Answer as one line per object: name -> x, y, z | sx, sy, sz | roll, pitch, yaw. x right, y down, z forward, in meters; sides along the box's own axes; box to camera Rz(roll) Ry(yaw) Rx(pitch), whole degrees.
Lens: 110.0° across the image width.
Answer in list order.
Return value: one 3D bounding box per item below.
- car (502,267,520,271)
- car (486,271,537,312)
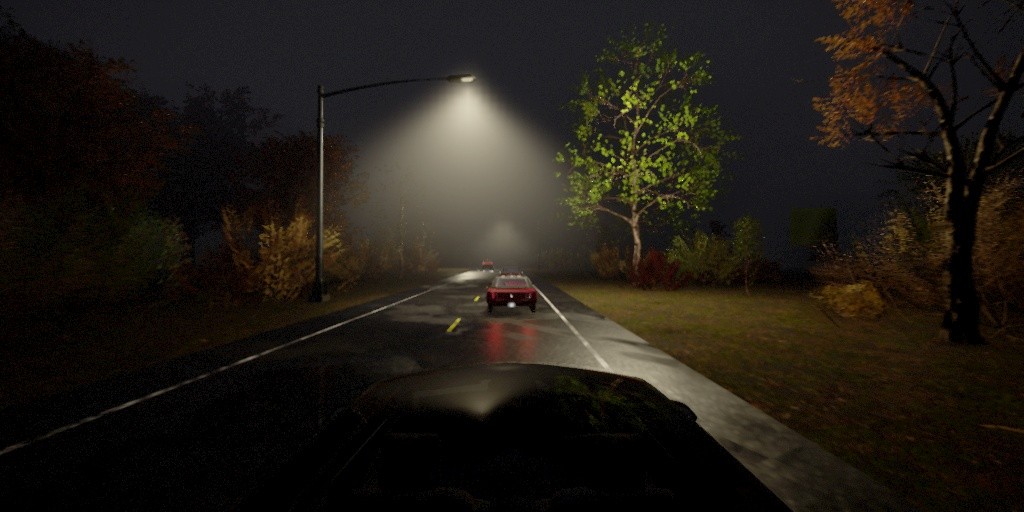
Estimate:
car -> -0.070, 1.589, 29.376 | 2.033, 1.411, 5.357 | 0, -1, 0
car -> -0.002, 1.492, 15.095 | 1.895, 1.301, 4.718 | 0, -1, 0
